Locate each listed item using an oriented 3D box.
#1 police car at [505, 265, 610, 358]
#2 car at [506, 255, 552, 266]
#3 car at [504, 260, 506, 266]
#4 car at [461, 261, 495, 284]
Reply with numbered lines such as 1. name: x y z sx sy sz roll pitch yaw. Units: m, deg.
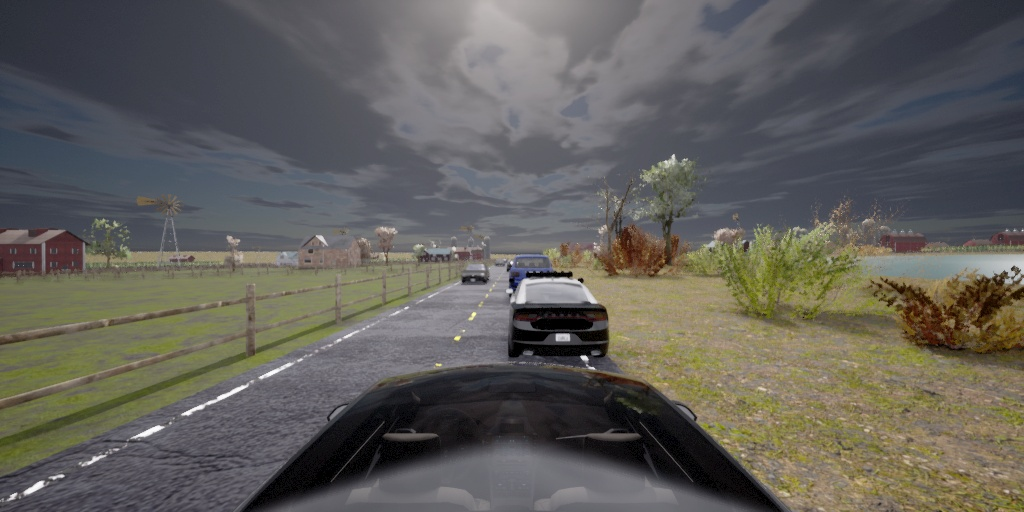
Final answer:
1. police car: 0.876 1.173 8.638 1.930 1.638 5.238 0 0 0
2. car: 0.943 0.972 18.557 2.150 2.045 5.566 0 0 0
3. car: 0.333 1.327 46.315 1.994 1.385 4.181 0 0 2
4. car: -2.673 1.296 27.431 2.033 1.411 5.357 0 0 0
